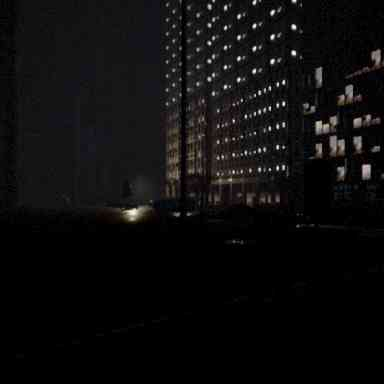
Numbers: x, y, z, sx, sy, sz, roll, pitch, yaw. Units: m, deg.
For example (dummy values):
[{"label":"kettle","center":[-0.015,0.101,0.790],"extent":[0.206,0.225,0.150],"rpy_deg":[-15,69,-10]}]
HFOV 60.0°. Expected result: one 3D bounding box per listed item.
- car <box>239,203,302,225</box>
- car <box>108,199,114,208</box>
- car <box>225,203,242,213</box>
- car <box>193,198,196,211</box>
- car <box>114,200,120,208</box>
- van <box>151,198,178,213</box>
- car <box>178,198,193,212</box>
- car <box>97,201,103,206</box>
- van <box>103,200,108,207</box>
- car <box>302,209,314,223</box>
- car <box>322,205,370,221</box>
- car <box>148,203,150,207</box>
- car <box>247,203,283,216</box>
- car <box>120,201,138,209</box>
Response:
[{"label":"car","center":[5.979,1.792,25.905],"extent":[2.008,1.369,4.403],"rpy_deg":[-1,-1,-26]},{"label":"car","center":[-16.152,2.700,71.430],"extent":[1.887,1.381,4.507],"rpy_deg":[-1,-1,-26]},{"label":"car","center":[6.139,2.135,44.744],"extent":[1.947,1.339,4.313],"rpy_deg":[-1,-1,-26]},{"label":"car","center":[-1.330,1.991,54.099],"extent":[2.150,2.045,5.566],"rpy_deg":[0,-1,-26]},{"label":"car","center":[-13.619,2.572,66.219],"extent":[1.752,1.417,4.829],"rpy_deg":[-1,-1,-26]},{"label":"van","center":[-3.861,1.979,46.141],"extent":[1.690,1.788,3.998],"rpy_deg":[-1,-1,-26]},{"label":"car","center":[-2.354,1.906,49.066],"extent":[2.150,2.045,5.566],"rpy_deg":[0,-1,-26]},{"label":"car","center":[-23.528,3.019,86.603],"extent":[1.887,1.381,4.507],"rpy_deg":[-1,-1,-26]},{"label":"van","center":[-18.614,2.603,76.489],"extent":[1.690,1.788,3.998],"rpy_deg":[-1,-1,-26]},{"label":"car","center":[7.943,1.757,27.815],"extent":[2.128,1.511,4.902],"rpy_deg":[0,-1,-26]},{"label":"car","center":[13.516,1.823,29.568],"extent":[2.008,1.369,4.403],"rpy_deg":[-1,-1,-26]},{"label":"car","center":[-8.614,2.769,75.093],"extent":[1.802,1.307,4.206],"rpy_deg":[-1,-1,-26]},{"label":"car","center":[8.598,2.035,39.685],"extent":[1.947,1.339,4.313],"rpy_deg":[-1,-1,-26]},{"label":"car","center":[-11.234,2.497,61.313],"extent":[2.008,1.369,4.403],"rpy_deg":[-1,-1,-26]}]
